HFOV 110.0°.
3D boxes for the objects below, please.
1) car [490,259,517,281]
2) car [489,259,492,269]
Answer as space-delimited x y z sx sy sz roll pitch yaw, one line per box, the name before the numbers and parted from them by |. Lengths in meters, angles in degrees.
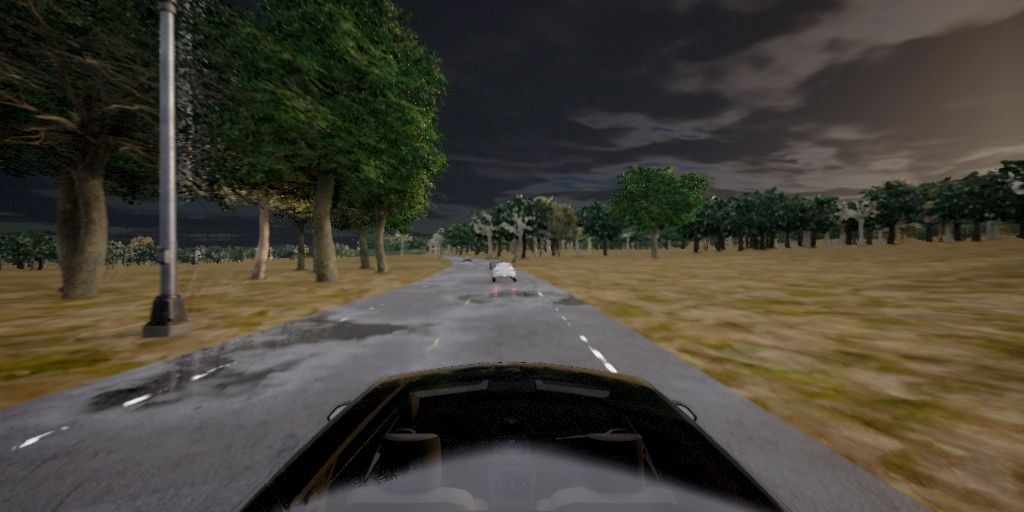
car | -0.688 1.244 29.462 1.812 1.442 4.674 0 0 -3
car | -2.112 1.092 48.342 2.128 1.511 4.902 0 1 -5
